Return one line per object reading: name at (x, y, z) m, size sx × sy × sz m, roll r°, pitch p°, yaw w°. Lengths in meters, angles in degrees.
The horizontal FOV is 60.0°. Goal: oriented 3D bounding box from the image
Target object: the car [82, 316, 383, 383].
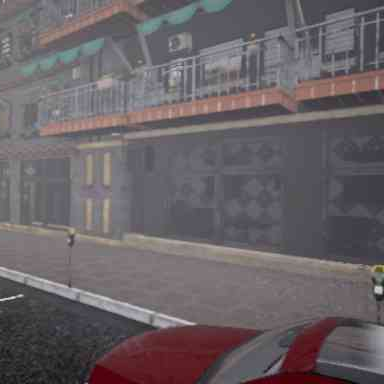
car at (0.977, 1.579, 2.167) m, size 4.206 × 1.307 × 1.802 m, roll 1°, pitch 1°, yaw 36°
